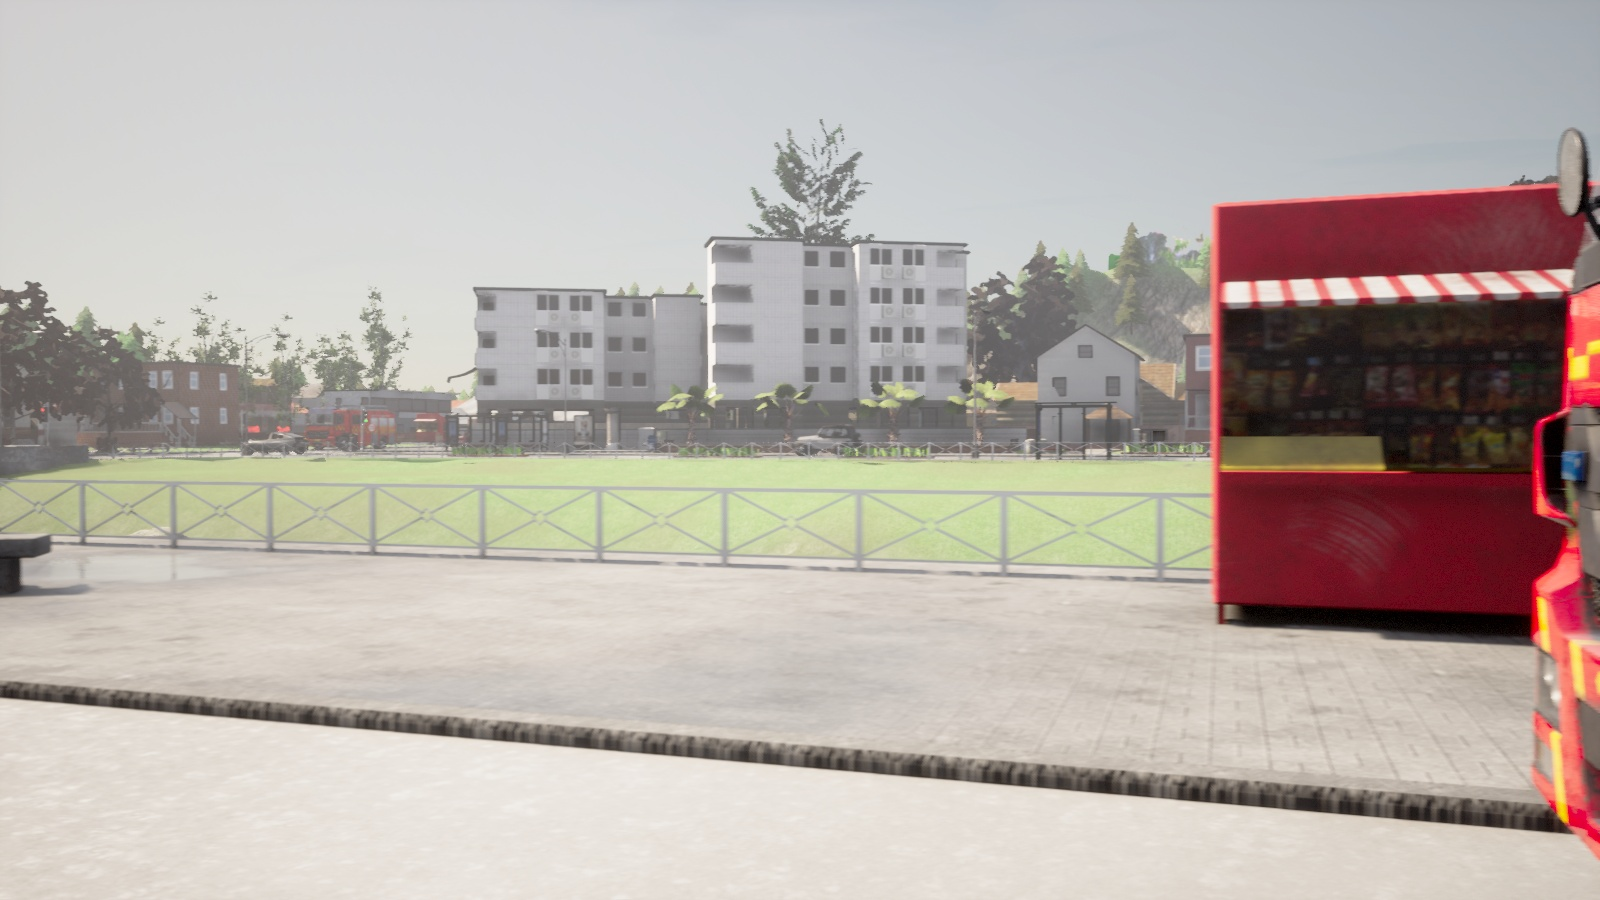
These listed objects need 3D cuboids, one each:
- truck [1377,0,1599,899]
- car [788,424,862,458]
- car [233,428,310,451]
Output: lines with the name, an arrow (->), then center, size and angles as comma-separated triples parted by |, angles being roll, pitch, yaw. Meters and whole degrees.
truck -> 5.653, -0.346, 1.802 | 8.468, 3.827, 2.891 | 1, 1, 19
car -> 1.434, -0.534, 72.557 | 3.866, 1.878, 1.905 | 1, 1, 19
car -> -35.700, -0.721, 84.899 | 4.514, 1.525, 2.007 | 0, 1, 15
